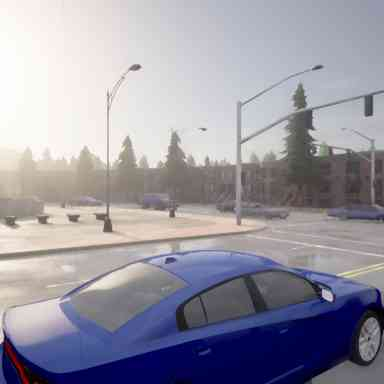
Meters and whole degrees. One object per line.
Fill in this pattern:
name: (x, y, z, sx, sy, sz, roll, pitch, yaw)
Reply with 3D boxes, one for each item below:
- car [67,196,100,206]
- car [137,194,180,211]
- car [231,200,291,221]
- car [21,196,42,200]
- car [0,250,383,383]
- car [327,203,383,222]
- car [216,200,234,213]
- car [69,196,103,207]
car: (-17.675, 1.477, 54.273, 5.008, 1.535, 1.882, 0, 0, 22)
car: (-3.927, 1.220, 40.531, 2.150, 2.045, 5.566, 0, 0, -44)
car: (5.817, 1.601, 27.744, 1.895, 1.301, 4.718, 0, 0, -36)
car: (-29.901, 1.505, 60.665, 4.892, 1.490, 1.837, 0, 0, 5)
car: (0.445, 1.478, 4.113, 5.008, 1.535, 1.882, 0, 0, -35)
car: (13.054, 1.547, 24.986, 5.357, 1.411, 2.033, 0, 0, 42)
car: (4.791, 1.547, 35.034, 2.033, 1.411, 5.357, 0, 0, -37)
car: (-15.561, 1.478, 49.429, 5.008, 1.535, 1.882, 1, 0, 27)
